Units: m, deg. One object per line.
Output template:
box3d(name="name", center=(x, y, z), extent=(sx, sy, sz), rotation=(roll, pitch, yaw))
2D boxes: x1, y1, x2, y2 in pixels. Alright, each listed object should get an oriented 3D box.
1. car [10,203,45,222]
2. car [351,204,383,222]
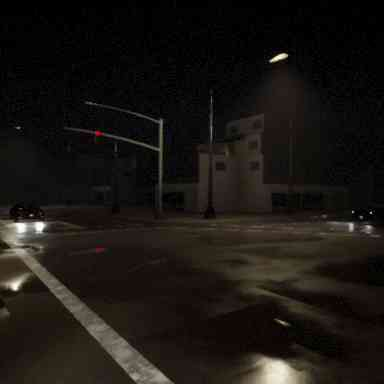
box3d(name="car", center=(-12.779, 1.513, 25.733), extent=(1.994, 1.385, 4.181), rotation=(1, 0, -35))
box3d(name="car", center=(15.303, 1.714, 27.813), extent=(4.718, 1.301, 1.895), rotation=(0, 0, -35))
